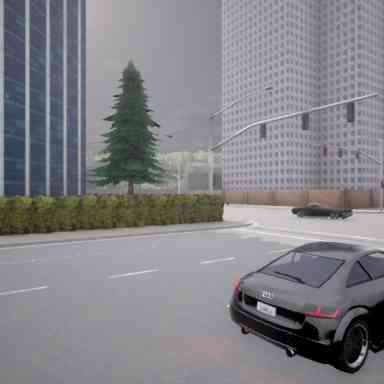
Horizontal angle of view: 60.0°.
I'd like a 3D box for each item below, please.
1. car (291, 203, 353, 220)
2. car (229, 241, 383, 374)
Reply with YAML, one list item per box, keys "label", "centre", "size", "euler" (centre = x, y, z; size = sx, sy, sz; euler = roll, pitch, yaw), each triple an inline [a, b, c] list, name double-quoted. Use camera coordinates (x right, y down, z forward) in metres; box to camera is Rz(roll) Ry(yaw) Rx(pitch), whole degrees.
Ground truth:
- label: "car"
  centre: [10.879, 1.601, 27.953]
  size: [1.895, 1.301, 4.718]
  euler: [0, 0, -41]
- label: "car"
  centre: [2.661, 1.564, 5.679]
  size: [4.181, 1.385, 1.994]
  euler: [0, 0, -35]
